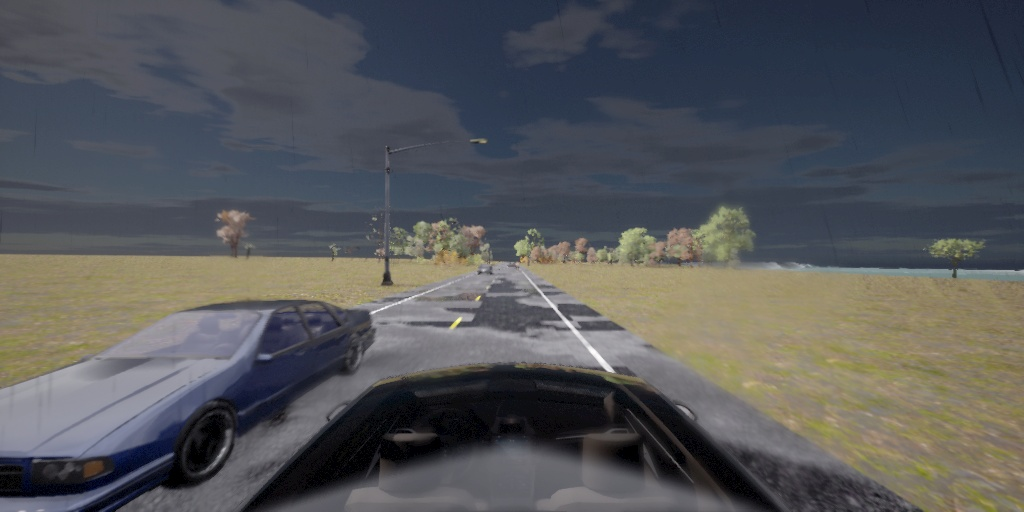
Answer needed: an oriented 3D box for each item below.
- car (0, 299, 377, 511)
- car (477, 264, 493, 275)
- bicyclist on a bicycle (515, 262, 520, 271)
[{"bbox_3d":[-3.601,1.332,4.871,2.033,1.411,5.357,0,-1,0],"label":"car"},{"bbox_3d":[-3.563,1.756,48.006,2.128,1.511,4.902,0,-1,0],"label":"car"},{"bbox_3d":[0.966,1.814,58.483,0.866,1.612,1.509,0,-1,0],"label":"bicyclist on a bicycle"}]
